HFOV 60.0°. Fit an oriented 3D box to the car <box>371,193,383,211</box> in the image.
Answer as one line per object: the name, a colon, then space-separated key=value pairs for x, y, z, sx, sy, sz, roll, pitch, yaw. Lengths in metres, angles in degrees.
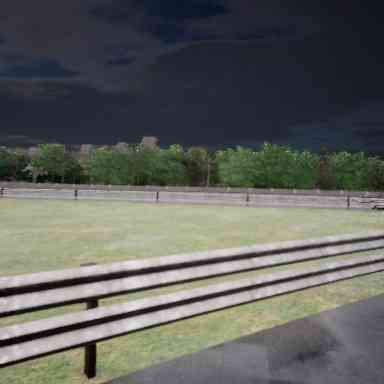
car: x=25.935 y=1.249 z=41.257 sx=5.566 sy=2.045 sz=2.150 roll=2 pitch=-1 yaw=11
